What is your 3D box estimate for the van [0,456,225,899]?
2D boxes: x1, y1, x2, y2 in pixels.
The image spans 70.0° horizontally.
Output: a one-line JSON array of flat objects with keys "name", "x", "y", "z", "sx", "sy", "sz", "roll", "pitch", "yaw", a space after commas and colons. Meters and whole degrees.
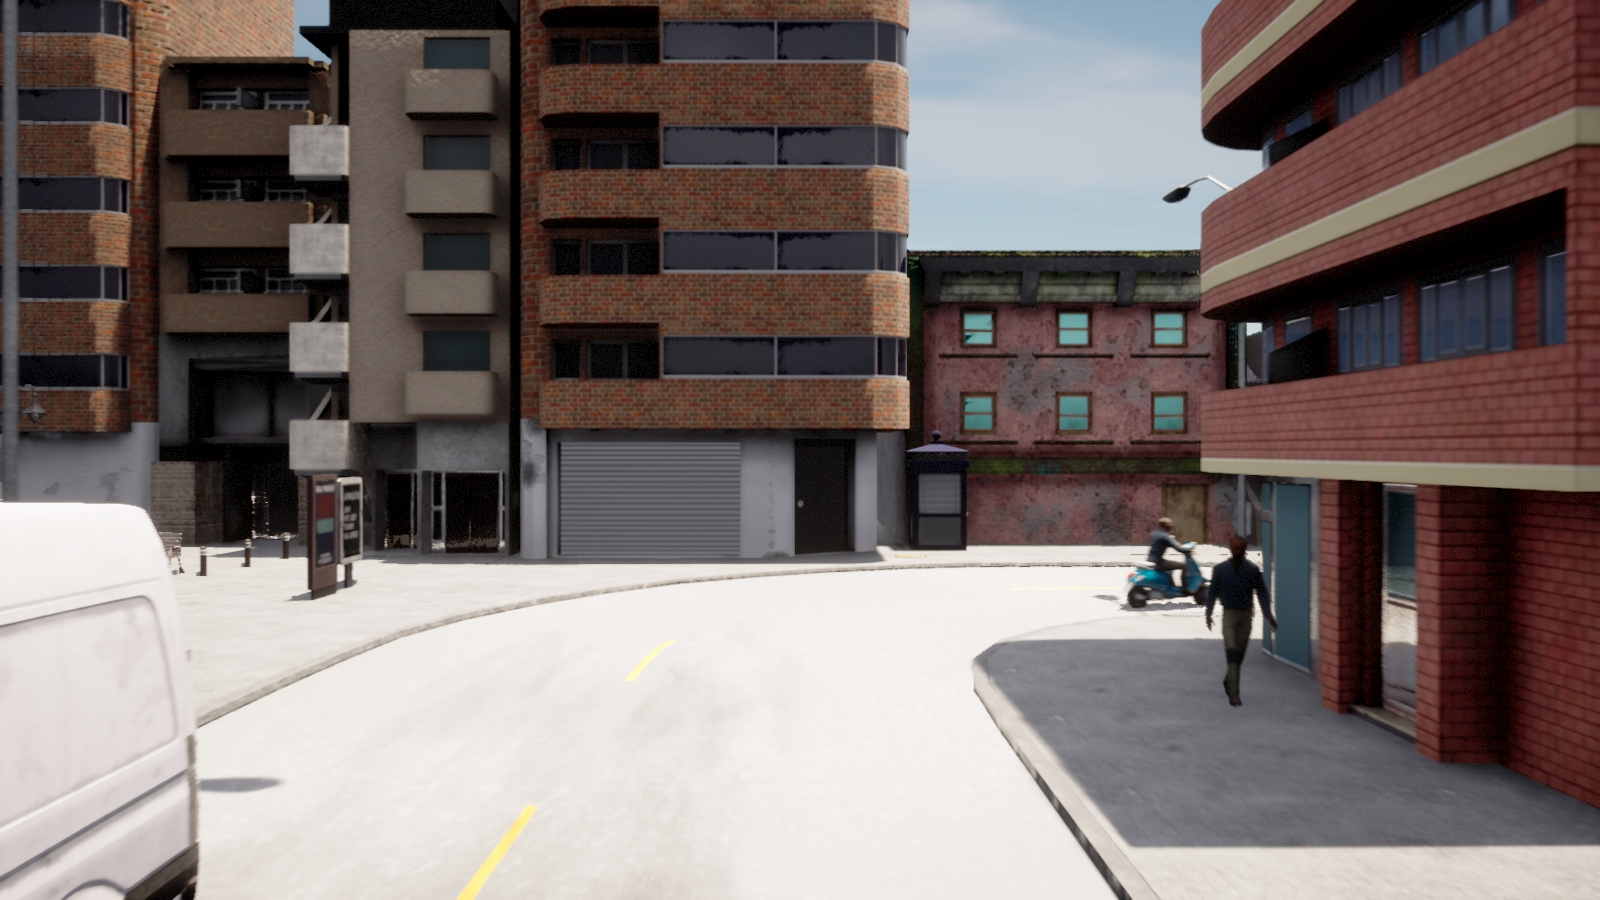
[{"name": "van", "x": -4.058, "y": 1.314, "z": 3.181, "sx": 1.988, "sy": 2.561, "sz": 5.915, "roll": 0, "pitch": 0, "yaw": -1}]

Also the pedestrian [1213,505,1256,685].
[{"name": "pedestrian", "x": 4.624, "y": 1.524, "z": 12.171, "sx": 0.375, "sy": 1.860, "sz": 0.375, "roll": 0, "pitch": 0, "yaw": 11}]
